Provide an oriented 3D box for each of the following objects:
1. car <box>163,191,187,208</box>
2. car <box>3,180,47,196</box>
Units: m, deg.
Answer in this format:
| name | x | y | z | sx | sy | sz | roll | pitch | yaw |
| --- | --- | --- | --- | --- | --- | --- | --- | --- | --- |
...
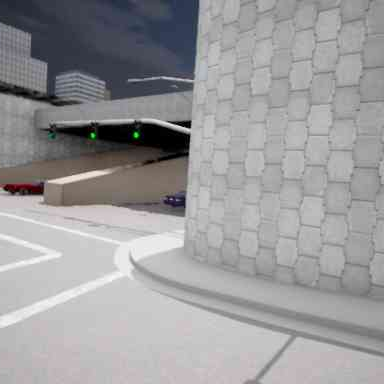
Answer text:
| name | x | y | z | sx | sy | sz | roll | pitch | yaw |
| --- | --- | --- | --- | --- | --- | --- | --- | --- | --- |
| car | 0.185 | 0.616 | 26.316 | 2.033 | 1.411 | 5.357 | 6 | 4 | 43 |
| car | -13.503 | -0.385 | 28.725 | 1.895 | 1.301 | 4.718 | 6 | 3 | 34 |
